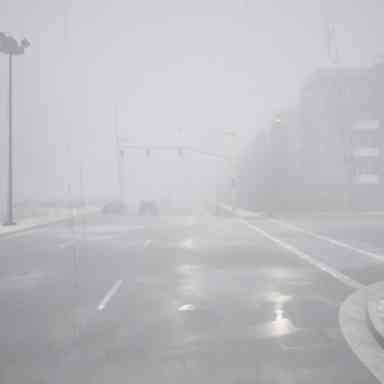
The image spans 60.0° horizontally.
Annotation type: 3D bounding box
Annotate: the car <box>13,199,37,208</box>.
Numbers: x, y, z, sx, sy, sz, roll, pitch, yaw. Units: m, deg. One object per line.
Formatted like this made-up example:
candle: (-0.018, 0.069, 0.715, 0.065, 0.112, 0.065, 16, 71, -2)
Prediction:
car: (-23.274, 1.629, 47.107, 1.895, 1.301, 4.718, 0, 0, 0)

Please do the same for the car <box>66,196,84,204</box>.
car: (-23.244, 1.592, 66.106, 1.994, 1.385, 4.181, 0, 0, 0)

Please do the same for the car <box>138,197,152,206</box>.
car: (-8.150, 1.636, 57.985, 1.895, 1.301, 4.718, 0, 0, 0)

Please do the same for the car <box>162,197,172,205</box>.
car: (-4.646, 1.600, 60.170, 1.994, 1.385, 4.181, 0, 0, 0)

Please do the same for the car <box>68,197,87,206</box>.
car: (-19.791, 1.599, 57.650, 1.994, 1.385, 4.181, 0, 0, 0)

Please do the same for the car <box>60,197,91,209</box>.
car: (-16.286, 1.554, 46.710, 1.812, 1.442, 4.674, 0, 0, 3)

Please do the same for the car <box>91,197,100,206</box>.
car: (-16.303, 1.581, 56.285, 2.033, 1.411, 5.357, 0, 0, 1)

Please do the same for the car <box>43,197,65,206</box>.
car: (-23.296, 1.598, 56.298, 1.994, 1.385, 4.181, 0, 0, 0)

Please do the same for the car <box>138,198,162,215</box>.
car: (-4.395, 1.525, 34.473, 1.837, 1.490, 4.892, 0, 0, -2)

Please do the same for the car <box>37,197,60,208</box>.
car: (-19.779, 1.506, 47.649, 1.882, 1.535, 5.008, 0, 0, 0)

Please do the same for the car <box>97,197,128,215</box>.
car: (-7.899, 1.568, 34.433, 2.033, 1.411, 5.357, 0, 0, -2)

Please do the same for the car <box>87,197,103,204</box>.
car: (-19.742, 1.635, 67.724, 1.895, 1.301, 4.718, 0, 0, 0)
